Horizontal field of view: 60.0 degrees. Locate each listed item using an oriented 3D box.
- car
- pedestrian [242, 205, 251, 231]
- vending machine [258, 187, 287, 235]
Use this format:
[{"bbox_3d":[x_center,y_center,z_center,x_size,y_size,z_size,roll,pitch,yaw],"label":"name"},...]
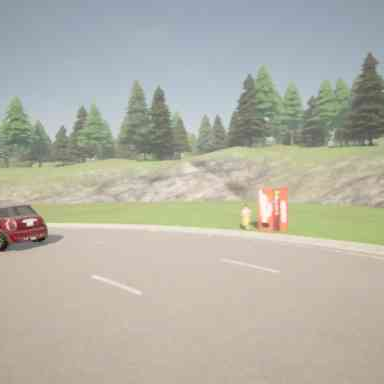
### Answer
[{"bbox_3d":[-8.176,1.259,13.334,4.553,1.767,2.097,-1,1,18],"label":"car"},{"bbox_3d":[2.467,1.083,15.018,0.375,1.300,0.375,0,1,40],"label":"pedestrian"},{"bbox_3d":[3.724,0.825,15.335,0.880,2.100,1.100,0,1,42],"label":"vending machine"}]
